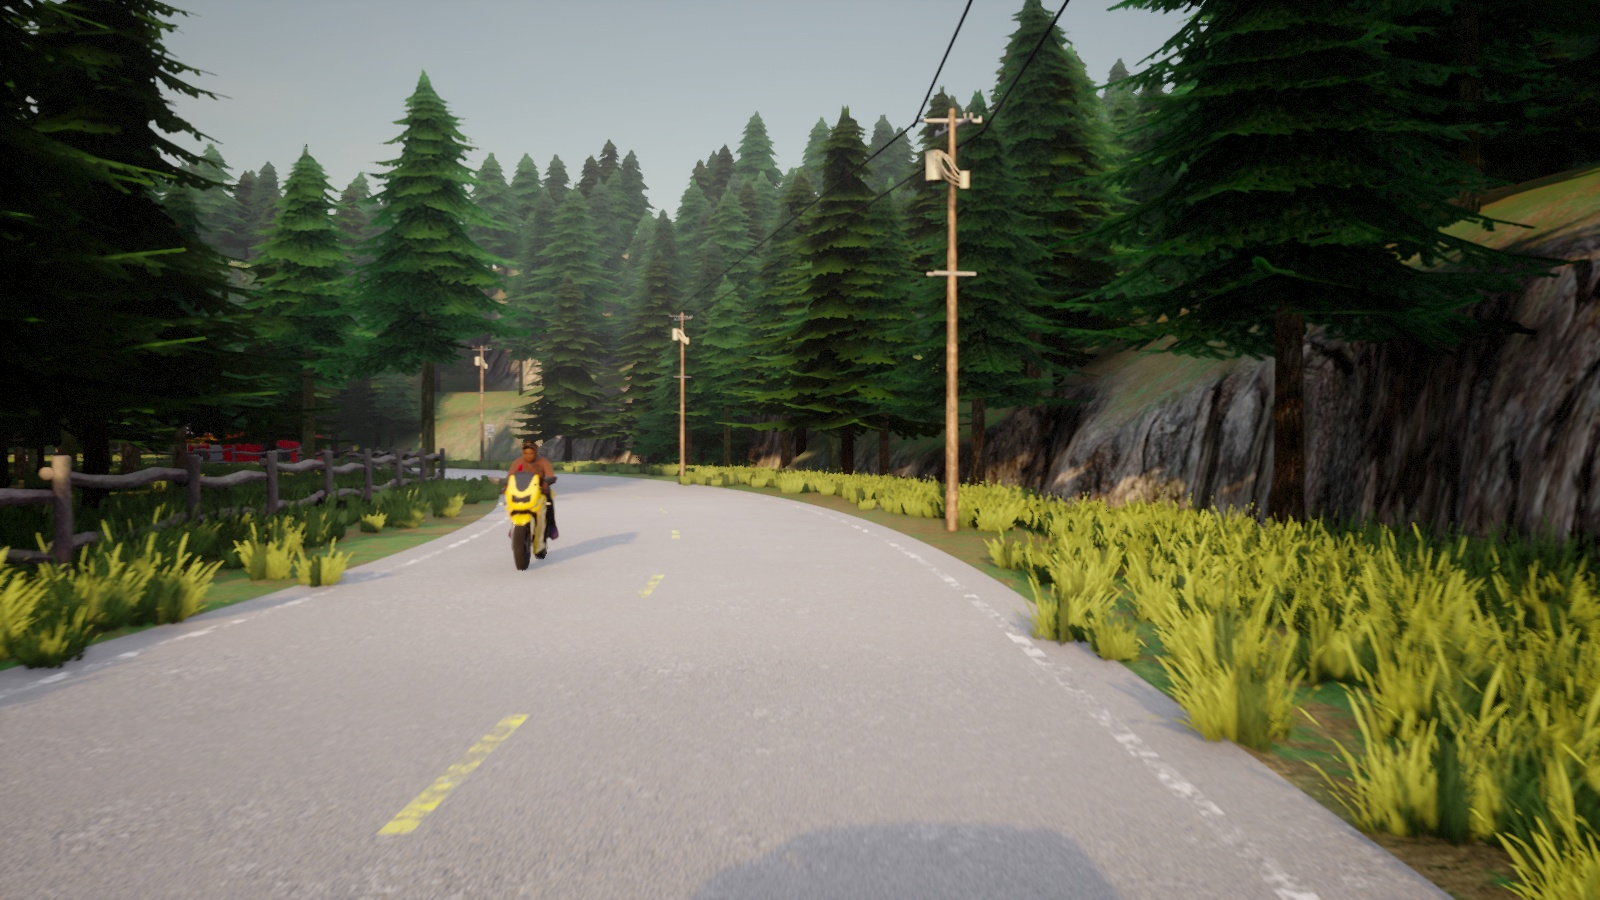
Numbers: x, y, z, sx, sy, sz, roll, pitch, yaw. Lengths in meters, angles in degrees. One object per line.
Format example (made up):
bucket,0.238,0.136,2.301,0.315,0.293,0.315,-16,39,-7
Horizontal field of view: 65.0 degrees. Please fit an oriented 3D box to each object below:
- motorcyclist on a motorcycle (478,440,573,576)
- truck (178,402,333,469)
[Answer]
motorcyclist on a motorcycle,-3.262,0.641,15.098,0.797,1.523,2.044,0,0,-3
truck,-32.147,-0.862,74.159,8.468,3.827,2.891,0,0,15
